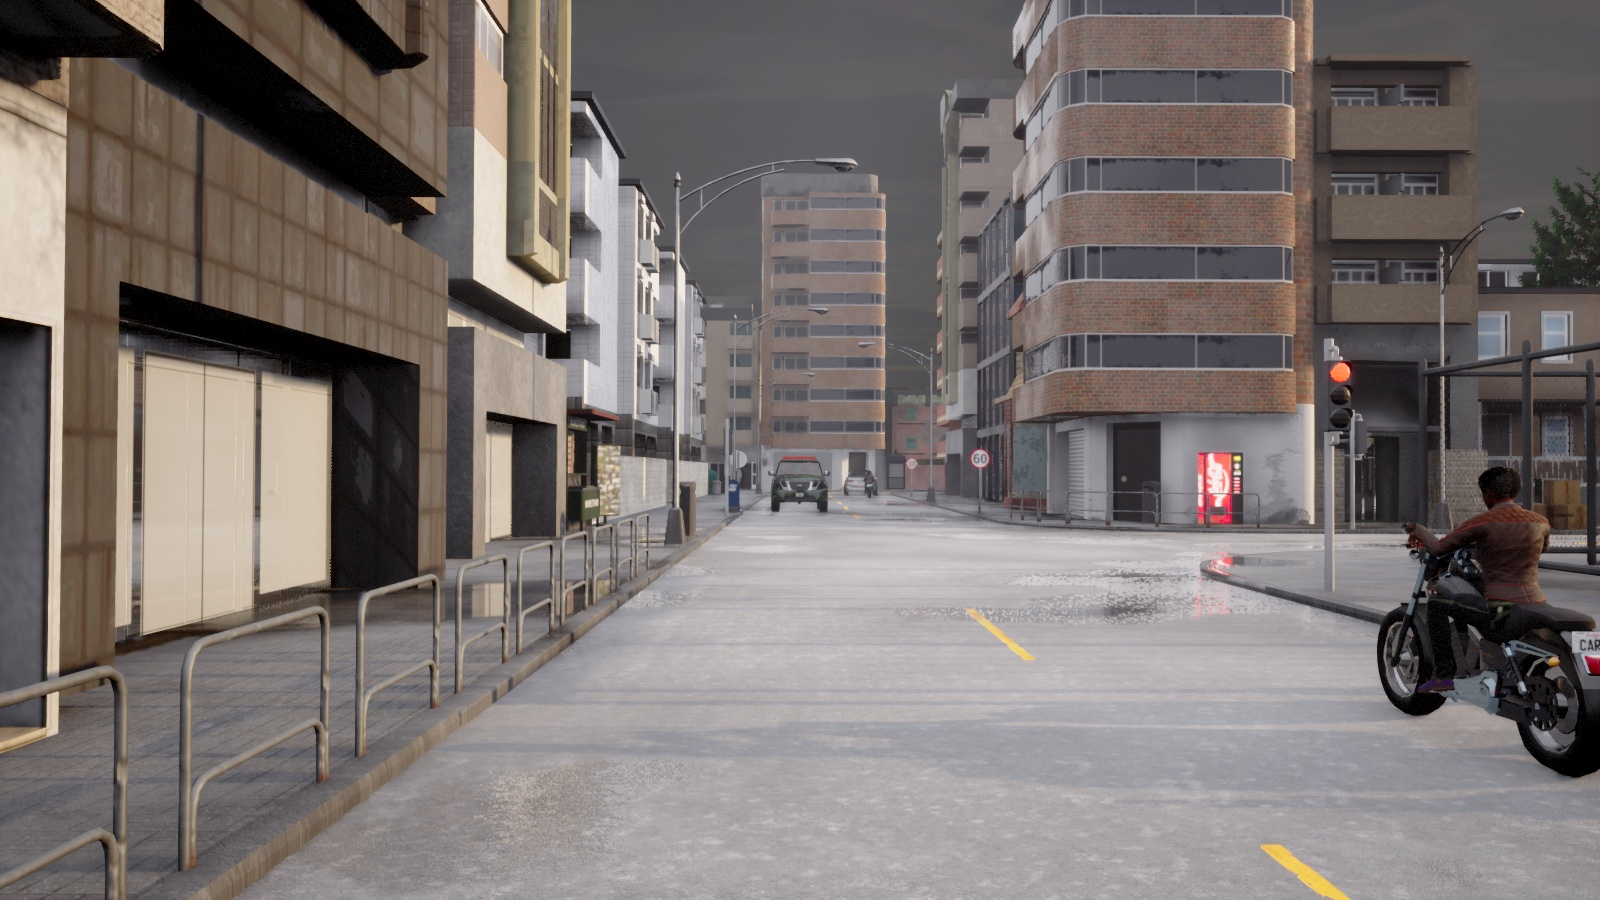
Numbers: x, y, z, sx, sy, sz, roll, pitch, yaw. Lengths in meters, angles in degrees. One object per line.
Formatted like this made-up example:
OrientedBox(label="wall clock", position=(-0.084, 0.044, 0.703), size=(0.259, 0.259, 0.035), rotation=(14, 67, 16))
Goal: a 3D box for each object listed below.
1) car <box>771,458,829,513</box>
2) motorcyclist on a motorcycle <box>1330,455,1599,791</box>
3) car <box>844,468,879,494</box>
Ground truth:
OrientedBox(label="car", position=(-0.029, 1.368, 49.796), size=(2.150, 2.045, 5.566), rotation=(0, -1, -1))
OrientedBox(label="motorcyclist on a motorcycle", position=(3.999, 0.872, 7.367), size=(0.766, 1.649, 2.350), rotation=(0, -1, 0))
OrientedBox(label="car", position=(4.077, 2.047, 83.819), size=(2.242, 1.667, 4.611), rotation=(0, -1, 2))
